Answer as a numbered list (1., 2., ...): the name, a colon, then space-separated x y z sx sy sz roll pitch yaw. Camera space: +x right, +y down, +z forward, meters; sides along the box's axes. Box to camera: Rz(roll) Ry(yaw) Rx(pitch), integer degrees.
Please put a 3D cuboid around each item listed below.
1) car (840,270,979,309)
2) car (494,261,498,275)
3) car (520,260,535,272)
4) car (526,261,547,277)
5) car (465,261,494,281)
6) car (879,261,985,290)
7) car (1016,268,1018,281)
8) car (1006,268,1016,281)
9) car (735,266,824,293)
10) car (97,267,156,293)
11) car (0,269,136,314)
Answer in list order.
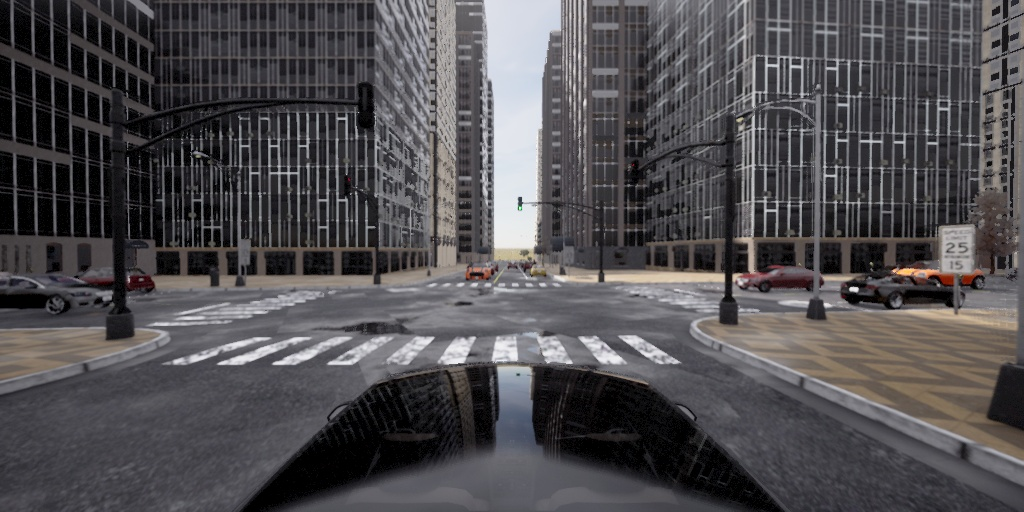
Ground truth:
1. car: 16.134 1.401 14.947 4.313 1.339 1.948 0 0 -5
2. car: -3.083 1.542 43.487 1.882 1.535 5.008 0 0 0
3. car: 2.750 1.455 54.278 2.192 1.841 5.009 0 0 0
4. car: 2.835 1.557 39.197 1.751 1.417 4.829 0 0 0
5. car: -3.087 1.344 33.554 2.097 1.767 4.553 0 0 0
6. car: 25.355 1.065 21.601 4.553 1.767 2.097 0 1 -5
7. car: 35.365 1.014 22.515 4.553 1.767 2.097 0 1 -5
8. car: 37.711 1.055 25.349 4.097 1.591 1.967 0 0 -5
9. car: 15.407 1.289 20.697 4.674 1.442 1.812 0 1 -5
10. car: -22.564 1.363 19.811 4.097 1.591 1.967 0 0 -5
11. car: -18.852 1.471 14.322 4.902 1.511 2.128 0 1 -5
